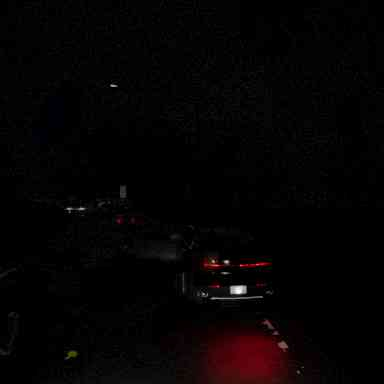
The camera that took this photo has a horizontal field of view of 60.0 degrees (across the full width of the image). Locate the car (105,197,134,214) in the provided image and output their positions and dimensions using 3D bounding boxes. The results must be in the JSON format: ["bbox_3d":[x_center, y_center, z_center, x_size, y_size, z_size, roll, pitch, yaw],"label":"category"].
[{"bbox_3d":[-7.470,1.382,34.822,1.882,1.535,5.008,1,0,-24],"label":"car"}]

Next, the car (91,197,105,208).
[{"bbox_3d":[-11.744,1.379,43.865,2.033,1.411,5.357,1,0,-31],"label":"car"}]

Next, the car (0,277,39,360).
[{"bbox_3d":[-3.301,1.598,3.136,1.895,1.301,4.718,0,0,-3],"label":"car"}]

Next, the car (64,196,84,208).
[{"bbox_3d":[-15.846,1.240,44.437,1.882,1.535,5.008,1,0,-30],"label":"car"}]

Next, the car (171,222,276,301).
[{"bbox_3d":[0.580,1.506,8.379,1.837,1.490,4.892,0,0,-6],"label":"car"}]
